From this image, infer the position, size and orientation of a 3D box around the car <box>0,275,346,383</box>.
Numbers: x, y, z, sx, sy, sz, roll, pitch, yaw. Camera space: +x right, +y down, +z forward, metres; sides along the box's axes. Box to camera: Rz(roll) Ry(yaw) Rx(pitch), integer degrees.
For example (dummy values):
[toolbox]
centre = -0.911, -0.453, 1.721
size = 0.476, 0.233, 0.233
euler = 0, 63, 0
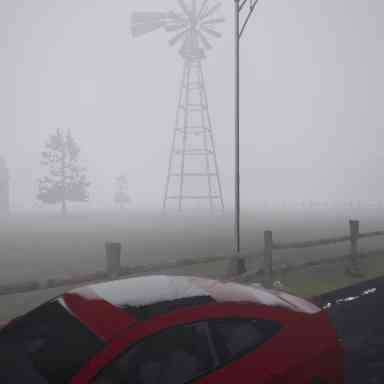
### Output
[car]
centre = -0.610, 1.525, 2.641
size = 4.674, 1.442, 1.812
euler = 0, 0, -36
